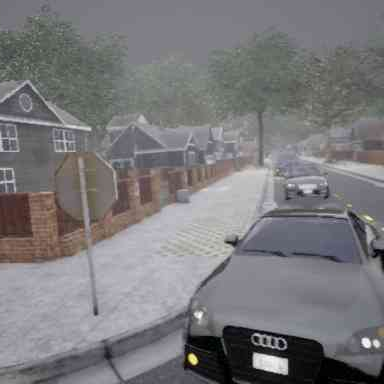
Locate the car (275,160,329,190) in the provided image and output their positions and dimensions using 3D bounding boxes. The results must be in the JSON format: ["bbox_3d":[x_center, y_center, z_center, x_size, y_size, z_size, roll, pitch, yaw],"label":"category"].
[{"bbox_3d":[5.256,-0.568,15.844,2.128,1.511,4.902,-3,6,14],"label":"car"}]

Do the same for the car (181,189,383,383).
[{"bbox_3d":[1.492,0.947,4.416,1.994,1.385,4.181,-1,7,27],"label":"car"}]

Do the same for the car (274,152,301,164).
[{"bbox_3d":[9.145,-2.798,32.073,2.150,2.045,5.566,-3,7,13],"label":"car"}]
